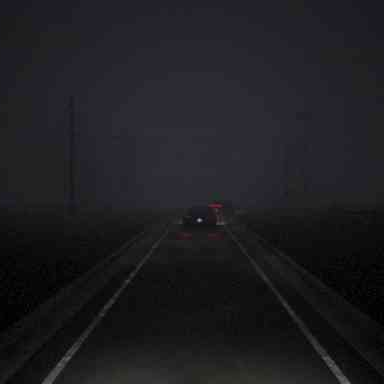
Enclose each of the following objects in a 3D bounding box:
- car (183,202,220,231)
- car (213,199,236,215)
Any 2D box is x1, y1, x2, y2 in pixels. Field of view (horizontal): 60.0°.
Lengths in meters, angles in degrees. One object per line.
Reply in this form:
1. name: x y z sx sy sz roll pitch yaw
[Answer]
1. car: 0.536 1.531 20.481 1.994 1.385 4.181 0 0 3
2. car: 3.110 1.454 33.706 1.837 1.490 4.892 0 0 19
